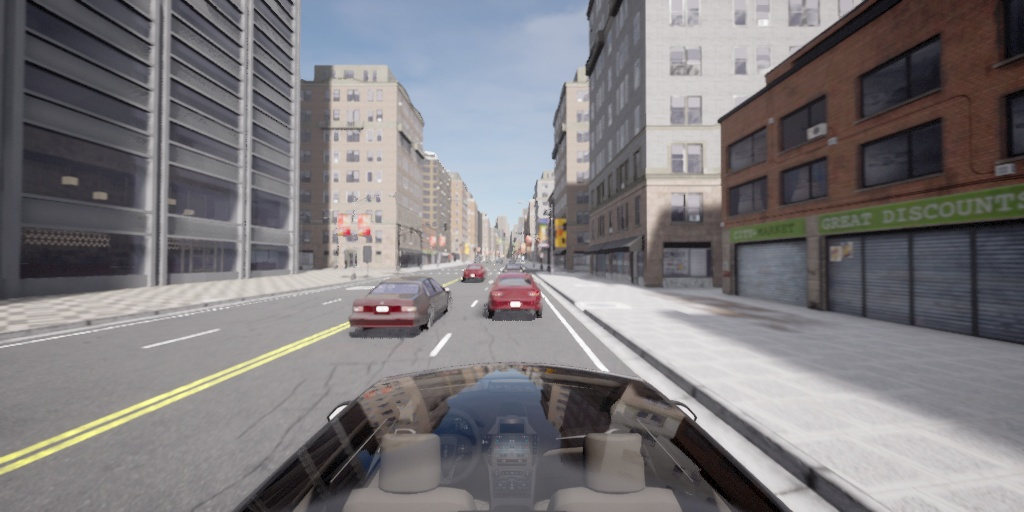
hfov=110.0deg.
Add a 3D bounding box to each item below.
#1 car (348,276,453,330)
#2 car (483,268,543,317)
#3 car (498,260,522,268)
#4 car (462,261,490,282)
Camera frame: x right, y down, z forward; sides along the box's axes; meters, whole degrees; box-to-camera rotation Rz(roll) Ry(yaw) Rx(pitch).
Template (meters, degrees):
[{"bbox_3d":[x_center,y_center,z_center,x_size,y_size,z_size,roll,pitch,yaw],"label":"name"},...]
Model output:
[{"bbox_3d":[-3.150,1.346,11.220,2.033,1.411,5.357,0,0,0],"label":"car"},{"bbox_3d":[0.101,1.335,13.310,1.812,1.442,4.674,0,0,0],"label":"car"},{"bbox_3d":[0.102,1.379,30.178,2.128,1.511,4.902,0,0,0],"label":"car"},{"bbox_3d":[-3.146,1.417,30.993,1.812,1.442,4.674,0,0,0],"label":"car"}]
